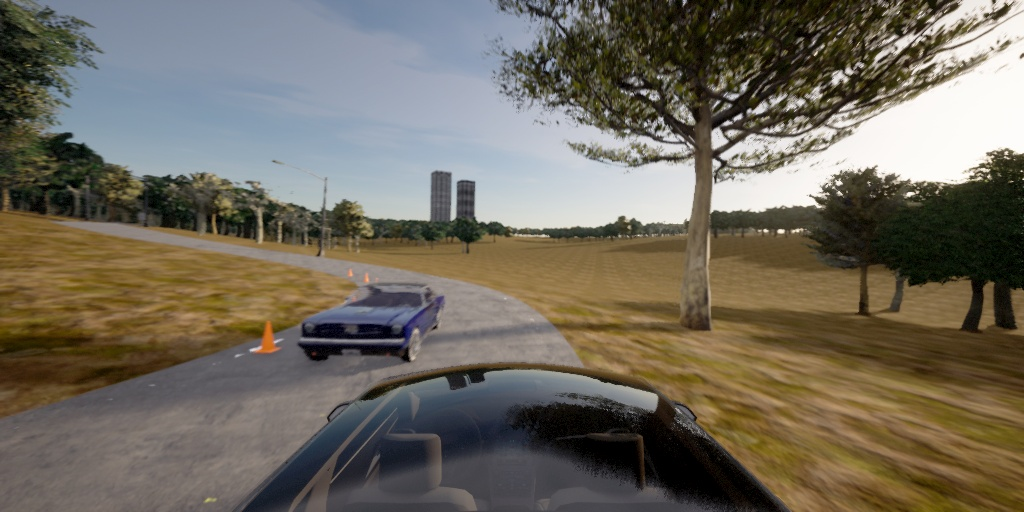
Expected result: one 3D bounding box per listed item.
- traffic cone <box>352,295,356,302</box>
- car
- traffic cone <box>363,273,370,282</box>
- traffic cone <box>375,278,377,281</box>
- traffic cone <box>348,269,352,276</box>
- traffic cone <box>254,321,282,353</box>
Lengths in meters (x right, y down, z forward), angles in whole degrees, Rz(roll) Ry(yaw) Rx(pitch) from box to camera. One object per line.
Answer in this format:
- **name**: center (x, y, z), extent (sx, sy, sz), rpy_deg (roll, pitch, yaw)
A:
- **traffic cone**: center (-5.195, 1.588, 11.758), extent (0.340, 0.580, 0.340), rpy_deg (0, 0, -8)
- **car**: center (-2.747, 1.284, 8.137), extent (1.895, 1.301, 4.718), rpy_deg (1, 0, -2)
- **traffic cone**: center (-9.999, 1.467, 24.622), extent (0.340, 0.580, 0.340), rpy_deg (0, 0, -33)
- **traffic cone**: center (-7.787, 1.551, 20.583), extent (0.340, 0.580, 0.340), rpy_deg (0, 0, -25)
- **traffic cone**: center (-12.766, 1.282, 28.299), extent (0.340, 0.580, 0.340), rpy_deg (0, 0, -41)
- **traffic cone**: center (-4.873, 1.589, 7.160), extent (0.340, 0.580, 0.340), rpy_deg (0, 0, 0)
